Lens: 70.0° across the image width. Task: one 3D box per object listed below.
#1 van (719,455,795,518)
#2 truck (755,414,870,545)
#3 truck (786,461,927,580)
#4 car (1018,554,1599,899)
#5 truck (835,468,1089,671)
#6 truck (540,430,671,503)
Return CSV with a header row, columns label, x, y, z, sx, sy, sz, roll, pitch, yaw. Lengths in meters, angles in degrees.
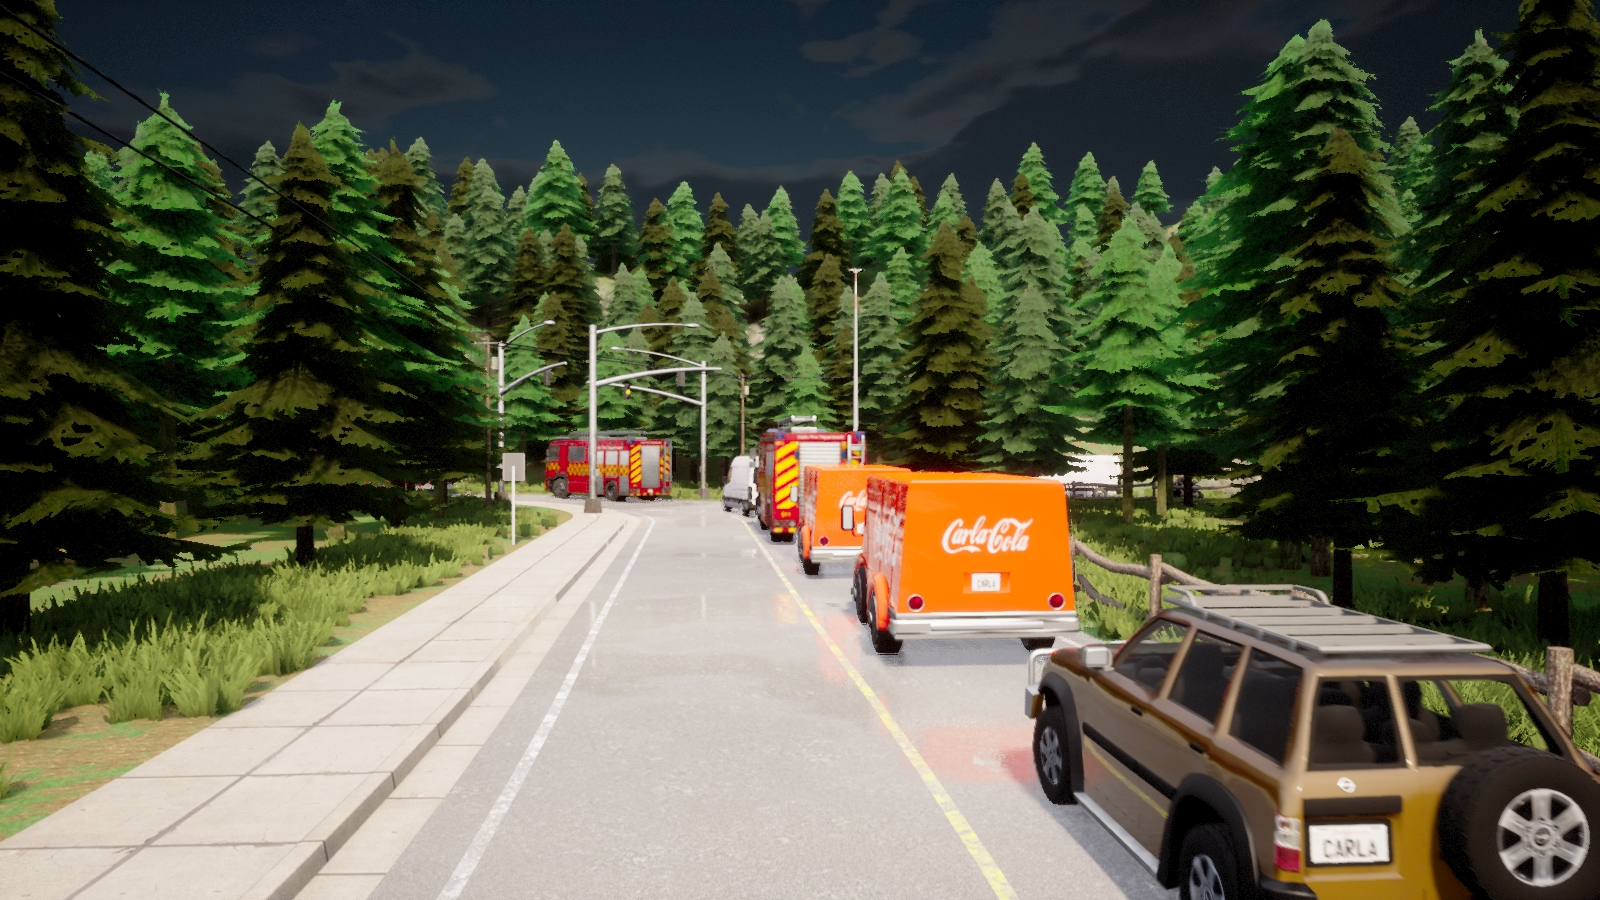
label,x,y,z,sx,sy,sz,roll,pitch,yaw
van,-1.966,1.501,50.134,1.988,2.561,5.915,0,0,-16
truck,0.203,0.859,37.802,2.891,3.827,8.468,0,0,-6
truck,1.194,1.544,27.208,2.627,2.467,5.204,0,0,-5
car,3.006,1.828,7.541,1.932,1.855,4.605,0,0,-5
truck,2.140,1.539,17.065,2.627,2.467,5.204,0,0,-5
truck,-11.003,0.854,63.989,2.891,3.827,8.468,0,0,-45
